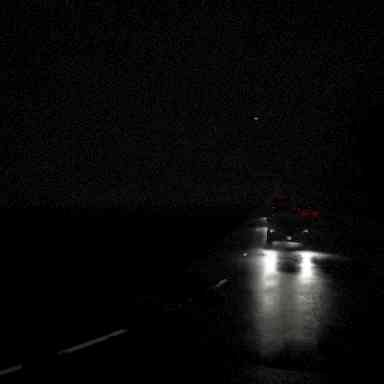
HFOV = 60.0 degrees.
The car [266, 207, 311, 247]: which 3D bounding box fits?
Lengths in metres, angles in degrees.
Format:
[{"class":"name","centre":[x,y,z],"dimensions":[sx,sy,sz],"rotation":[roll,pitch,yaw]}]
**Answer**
[{"class":"car","centre":[4.622,1.662,16.122],"dimensions":[1.812,1.442,4.674],"rotation":[0,-1,14]}]

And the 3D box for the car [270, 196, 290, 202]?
[{"class":"car","centre":[9.739,1.515,36.291],"dimensions":[2.150,2.045,5.566],"rotation":[0,0,15]}]

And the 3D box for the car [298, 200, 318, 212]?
[{"class":"car","centre":[15.669,1.840,44.686],"dimensions":[1.812,1.442,4.674],"rotation":[0,0,14]}]

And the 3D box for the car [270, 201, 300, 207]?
[{"class":"car","centre":[7.098,1.726,25.901],"dimensions":[1.837,1.490,4.892],"rotation":[0,-1,14]}]
